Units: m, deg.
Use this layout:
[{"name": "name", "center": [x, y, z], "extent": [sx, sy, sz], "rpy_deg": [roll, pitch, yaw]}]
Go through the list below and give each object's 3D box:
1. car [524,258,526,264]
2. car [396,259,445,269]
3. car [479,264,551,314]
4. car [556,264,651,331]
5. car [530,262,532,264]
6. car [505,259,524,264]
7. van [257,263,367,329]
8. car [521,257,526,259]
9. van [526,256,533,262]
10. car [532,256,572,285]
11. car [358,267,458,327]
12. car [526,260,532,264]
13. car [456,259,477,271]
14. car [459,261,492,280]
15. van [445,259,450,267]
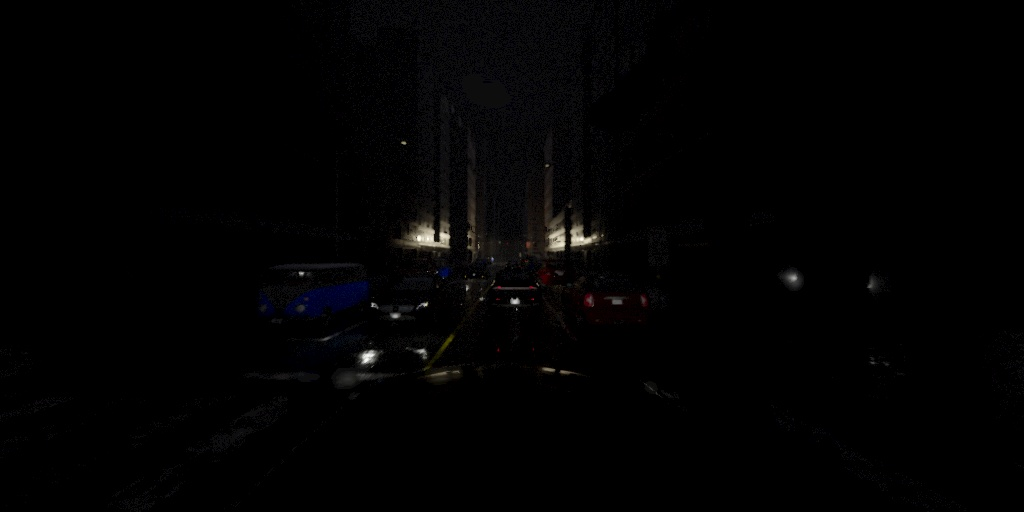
[{"name": "car", "center": [3.163, 1.294, 53.863], "extent": [1.812, 1.442, 4.674], "rpy_deg": [0, 0, 0]}, {"name": "car", "center": [-5.852, 1.089, 22.196], "extent": [2.192, 1.841, 5.009], "rpy_deg": [0, 0, 0]}, {"name": "car", "center": [0.103, 1.254, 13.884], "extent": [2.128, 1.511, 4.902], "rpy_deg": [0, 0, 0]}, {"name": "car", "center": [2.671, 1.197, 11.038], "extent": [1.967, 1.591, 4.097], "rpy_deg": [0, 0, 0]}, {"name": "car", "center": [2.675, 1.338, 27.794], "extent": [1.948, 1.339, 4.313], "rpy_deg": [0, 0, 0]}, {"name": "car", "center": [0.073, 1.339, 43.047], "extent": [1.994, 1.385, 4.181], "rpy_deg": [0, 0, 1]}, {"name": "van", "center": [-5.855, 1.104, 11.023], "extent": [1.690, 1.789, 3.998], "rpy_deg": [0, 0, 0]}, {"name": "car", "center": [3.123, 0.985, 60.893], "extent": [2.150, 2.045, 5.566], "rpy_deg": [0, 0, 0]}, {"name": "van", "center": [2.679, 1.115, 38.966], "extent": [1.690, 1.789, 3.998], "rpy_deg": [0, 0, 0]}, {"name": "car", "center": [2.674, 1.083, 22.209], "extent": [2.192, 1.841, 5.009], "rpy_deg": [0, 0, 0]}, {"name": "car", "center": [-3.102, 1.288, 11.756], "extent": [1.812, 1.442, 4.674], "rpy_deg": [0, 1, -1]}, {"name": "car", "center": [2.677, 1.325, 33.380], "extent": [2.007, 1.370, 4.403], "rpy_deg": [0, 0, 0]}, {"name": "car", "center": [-5.845, 1.324, 44.542], "extent": [1.888, 1.381, 4.507], "rpy_deg": [0, 0, 0]}, {"name": "car", "center": [-3.084, 1.341, 31.065], "extent": [1.994, 1.385, 4.181], "rpy_deg": [0, 0, 0]}, {"name": "van", "center": [-5.850, 1.120, 27.782], "extent": [1.690, 1.789, 3.998], "rpy_deg": [0, 0, 0]}]
